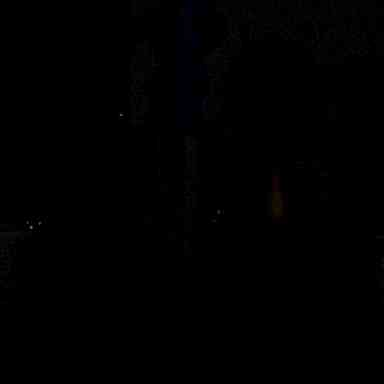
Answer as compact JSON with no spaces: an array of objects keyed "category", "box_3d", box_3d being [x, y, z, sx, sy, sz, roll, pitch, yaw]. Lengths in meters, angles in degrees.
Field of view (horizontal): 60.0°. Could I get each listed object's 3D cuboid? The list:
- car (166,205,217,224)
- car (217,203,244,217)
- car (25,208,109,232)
[{"category":"car","box_3d":[-0.257,1.846,27.762,1.882,1.535,5.008,0,-1,36]},{"category":"car","box_3d":[4.397,2.104,39.301,2.128,1.511,4.902,0,-1,36]},{"category":"car","box_3d":[-8.009,1.766,21.942,2.033,1.411,5.357,0,-1,36]}]
